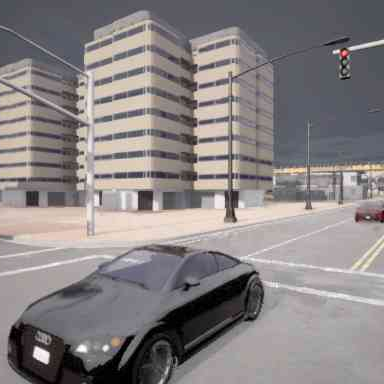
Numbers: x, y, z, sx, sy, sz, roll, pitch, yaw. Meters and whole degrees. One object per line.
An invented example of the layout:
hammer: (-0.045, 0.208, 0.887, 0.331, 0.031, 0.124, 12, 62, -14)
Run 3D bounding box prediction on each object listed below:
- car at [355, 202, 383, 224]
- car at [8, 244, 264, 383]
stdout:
car: (13.666, 1.493, 25.186, 1.882, 1.535, 5.008, 0, 0, 35)
car: (-0.474, 1.567, 5.207, 1.994, 1.385, 4.181, 0, 0, 35)
